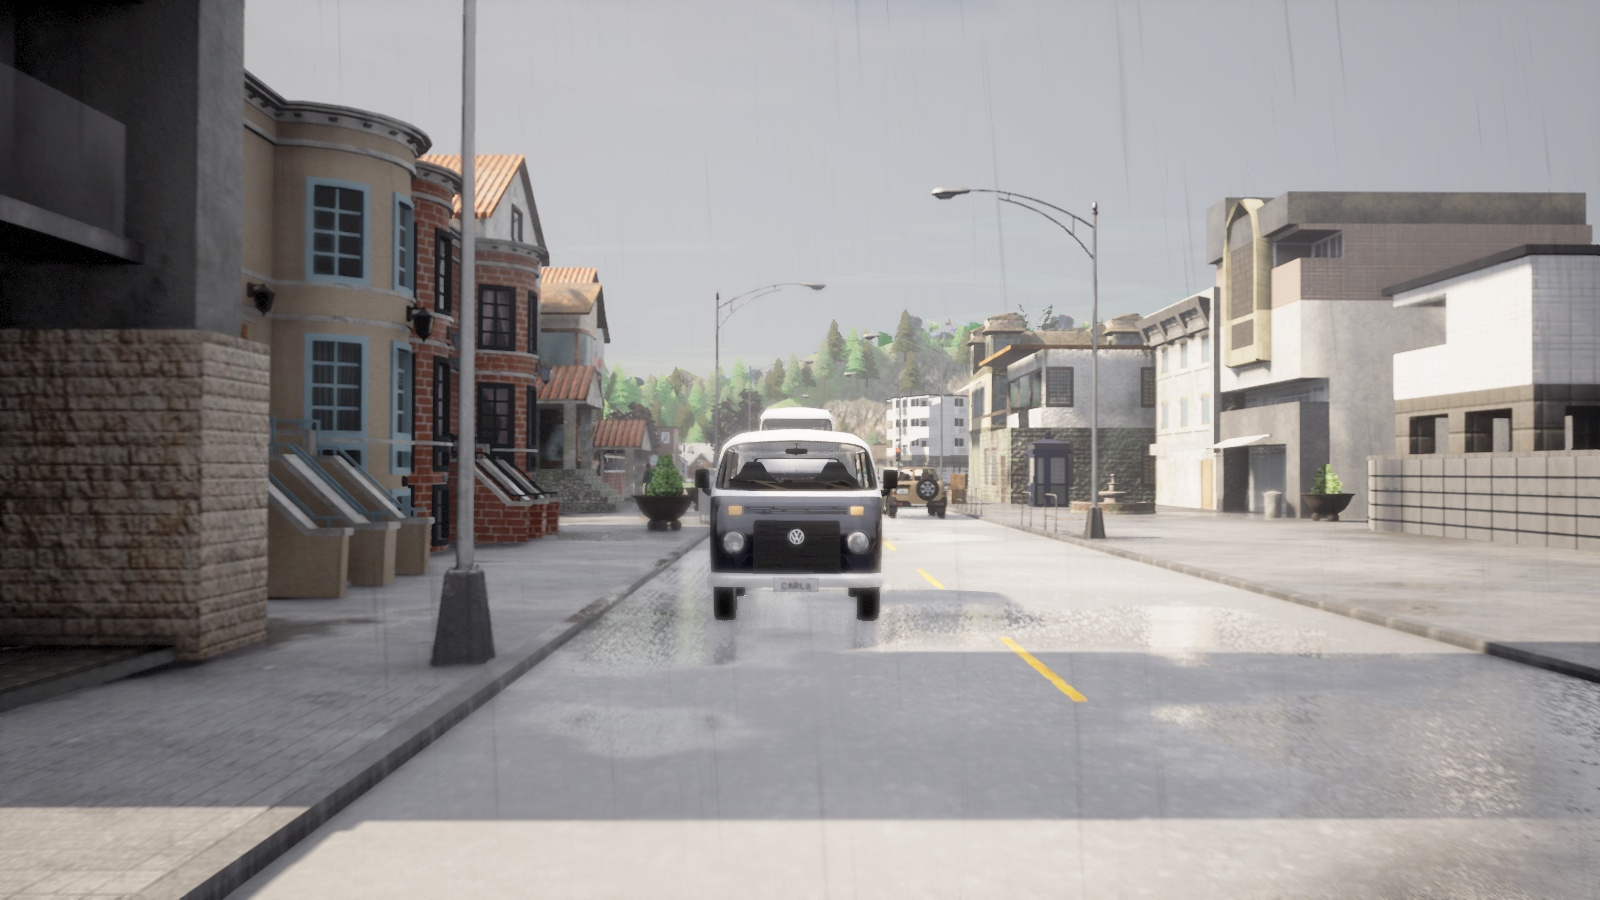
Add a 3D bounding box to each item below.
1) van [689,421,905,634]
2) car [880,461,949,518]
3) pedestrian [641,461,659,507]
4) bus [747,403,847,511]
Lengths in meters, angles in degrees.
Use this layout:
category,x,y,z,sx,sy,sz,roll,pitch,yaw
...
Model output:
category,x,y,z,sx,sy,sz,roll,pitch,yaw
van,-0.036,0.778,14.310,2.069,2.038,4.480,0,-1,0
car,3.892,1.343,43.436,1.932,1.855,4.605,0,-1,0
pedestrian,-6.431,1.454,53.757,0.423,1.949,0.788,1,-1,-39
bus,-0.140,0.361,55.113,3.944,4.253,10.273,0,-1,0
